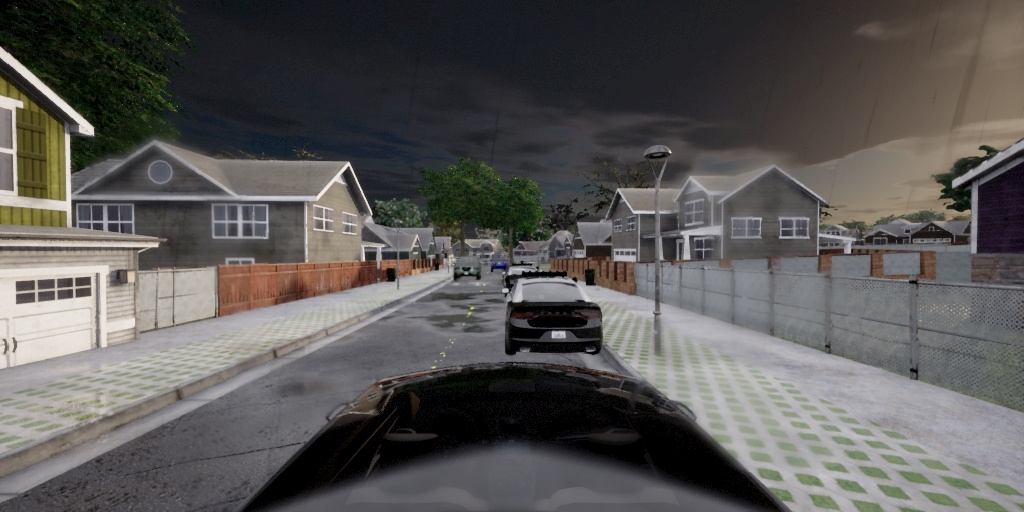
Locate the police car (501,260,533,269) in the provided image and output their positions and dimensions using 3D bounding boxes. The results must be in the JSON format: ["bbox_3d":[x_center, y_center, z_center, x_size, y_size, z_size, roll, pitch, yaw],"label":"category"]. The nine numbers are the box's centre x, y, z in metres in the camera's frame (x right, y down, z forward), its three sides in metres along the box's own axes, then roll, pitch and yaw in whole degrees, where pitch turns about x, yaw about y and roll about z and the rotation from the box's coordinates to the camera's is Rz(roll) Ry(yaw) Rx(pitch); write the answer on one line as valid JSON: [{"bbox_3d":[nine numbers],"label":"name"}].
[{"bbox_3d":[0.523,1.187,18.899,1.930,1.638,5.238,0,0,-2],"label":"police car"}]

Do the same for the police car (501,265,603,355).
[{"bbox_3d":[0.777,1.176,8.854,1.930,1.638,5.238,0,0,-1],"label":"police car"}]

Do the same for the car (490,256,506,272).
[{"bbox_3d":[-1.706,1.055,47.464,2.150,2.045,5.566,0,0,-3],"label":"car"}]

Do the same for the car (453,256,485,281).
[{"bbox_3d":[-3.727,1.015,30.781,2.150,2.045,5.566,0,0,-3],"label":"car"}]
